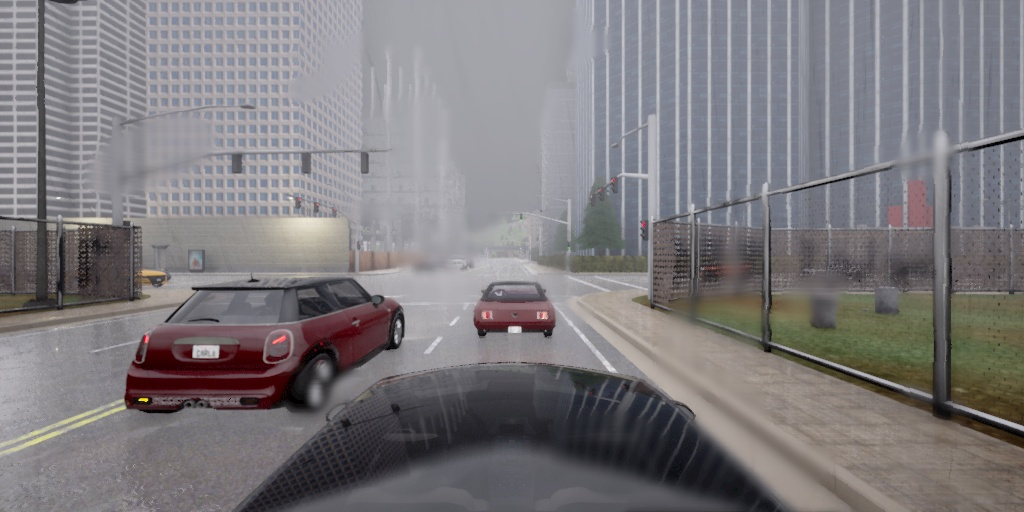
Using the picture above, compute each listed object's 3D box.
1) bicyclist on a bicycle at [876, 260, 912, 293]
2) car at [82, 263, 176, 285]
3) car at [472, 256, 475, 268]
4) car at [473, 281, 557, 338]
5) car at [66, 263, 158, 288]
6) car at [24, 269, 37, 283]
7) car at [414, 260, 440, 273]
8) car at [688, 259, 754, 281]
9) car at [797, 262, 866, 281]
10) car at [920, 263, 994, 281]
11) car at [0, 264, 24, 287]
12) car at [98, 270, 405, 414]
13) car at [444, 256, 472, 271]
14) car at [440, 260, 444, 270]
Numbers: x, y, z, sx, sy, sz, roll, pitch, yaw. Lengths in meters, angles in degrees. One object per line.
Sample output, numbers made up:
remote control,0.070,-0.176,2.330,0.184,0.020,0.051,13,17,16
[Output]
bicyclist on a bicycle,18.802,0.990,17.691,0.582,1.620,1.656,0,0,0
car,-26.673,1.213,25.065,4.674,1.442,1.812,0,0,0
car,-7.093,1.209,57.644,1.882,1.535,5.008,0,0,0
car,0.078,1.348,10.182,1.895,1.301,4.718,0,0,0
car,-23.728,1.166,21.559,5.008,1.535,1.882,0,0,0
car,-36.263,1.234,25.086,5.357,1.411,2.033,0,0,0
car,-10.606,1.337,43.986,1.895,1.301,4.718,0,0,0
car,16.591,1.038,28.677,4.553,1.767,2.097,0,0,0
car,25.477,1.211,28.650,4.674,1.442,1.812,0,0,0
car,35.430,1.250,28.621,4.181,1.385,1.994,0,0,1
car,-33.305,1.166,21.579,5.008,1.535,1.882,0,0,0
car,-3.442,1.100,6.178,2.097,1.767,4.553,0,0,0
car,-7.108,0.956,47.652,2.150,2.045,5.566,0,0,0
car,-10.604,1.280,53.586,2.033,1.411,5.357,0,0,0
